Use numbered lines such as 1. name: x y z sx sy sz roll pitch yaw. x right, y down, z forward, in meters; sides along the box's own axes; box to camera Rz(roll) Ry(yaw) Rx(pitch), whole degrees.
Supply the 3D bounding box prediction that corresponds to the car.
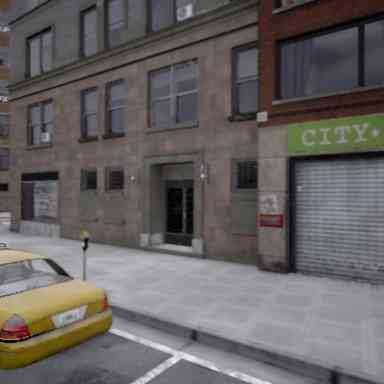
1. car: -3.410 1.525 5.510 4.829 1.417 1.752 0 0 35
